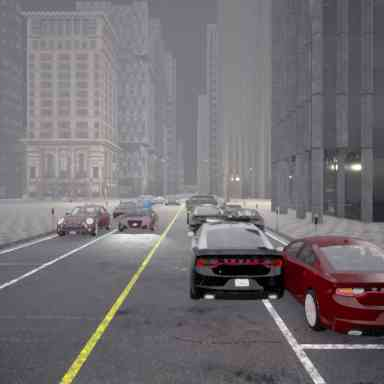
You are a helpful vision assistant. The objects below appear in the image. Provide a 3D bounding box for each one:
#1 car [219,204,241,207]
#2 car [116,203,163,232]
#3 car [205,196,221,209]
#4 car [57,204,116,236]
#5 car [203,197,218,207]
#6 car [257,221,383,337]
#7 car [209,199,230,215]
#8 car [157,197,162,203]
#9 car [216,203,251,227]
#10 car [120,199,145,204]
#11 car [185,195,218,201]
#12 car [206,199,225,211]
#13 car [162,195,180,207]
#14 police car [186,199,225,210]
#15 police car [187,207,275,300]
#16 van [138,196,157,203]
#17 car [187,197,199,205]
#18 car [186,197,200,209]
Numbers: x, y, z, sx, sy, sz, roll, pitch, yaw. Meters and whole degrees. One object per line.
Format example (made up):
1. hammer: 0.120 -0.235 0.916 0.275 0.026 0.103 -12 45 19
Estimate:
1. car: 2.796 1.546 17.998 2.008 1.369 4.403 0 0 0
2. car: -3.060 1.558 19.823 1.994 1.385 4.181 0 0 0
3. car: 2.852 1.414 46.202 1.967 1.590 4.097 0 0 0
4. car: -5.730 1.435 18.012 1.967 1.590 4.097 0 0 0
5. car: 2.864 1.519 51.843 2.008 1.369 4.403 0 0 0
6. car: 2.773 1.544 6.717 1.887 1.381 4.507 0 0 0
7. car: 2.830 1.510 35.090 1.752 1.417 4.829 0 0 0
8. car: -5.650 1.512 57.500 2.008 1.369 4.403 0 0 0
9. car: 2.807 1.559 23.638 1.947 1.339 4.313 0 0 0
10. car: -5.707 1.555 29.295 1.947 1.339 4.313 0 0 0
11. car: 0.725 1.215 24.486 2.150 2.045 5.566 0 0 0
12. car: 2.841 1.531 40.561 2.008 1.369 4.403 0 0 0
13. car: -2.900 1.321 50.490 2.097 1.767 4.553 0 0 0
14. police car: 0.809 1.421 18.538 1.930 1.638 5.238 0 0 -2
15. police car: 0.904 1.426 8.566 1.930 1.638 5.238 0 0 0
16. van: -5.685 1.321 40.577 1.690 1.788 3.998 0 0 0
17. car: 0.116 1.525 58.096 1.994 1.385 4.181 0 0 0
18. car: 0.122 1.480 45.535 1.837 1.490 4.892 0 0 1
